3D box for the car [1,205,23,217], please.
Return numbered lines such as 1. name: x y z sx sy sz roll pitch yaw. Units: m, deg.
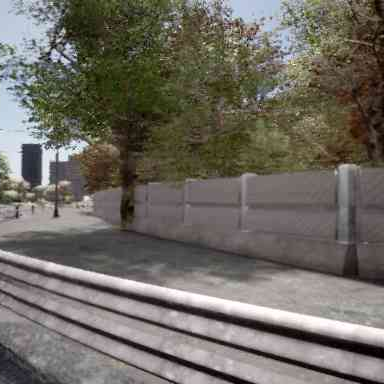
1. car: -23.155 2.430 42.799 1.812 1.442 4.674 1 -1 -16
